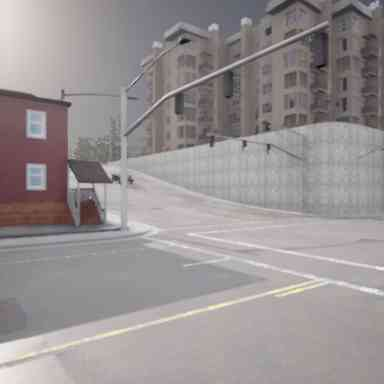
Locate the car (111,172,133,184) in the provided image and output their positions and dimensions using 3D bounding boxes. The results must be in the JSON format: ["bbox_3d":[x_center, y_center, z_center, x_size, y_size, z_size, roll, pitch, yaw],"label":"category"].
[{"bbox_3d":[-10.117,-2.145,47.931,2.128,1.511,4.902,0,12,-36],"label":"car"}]
